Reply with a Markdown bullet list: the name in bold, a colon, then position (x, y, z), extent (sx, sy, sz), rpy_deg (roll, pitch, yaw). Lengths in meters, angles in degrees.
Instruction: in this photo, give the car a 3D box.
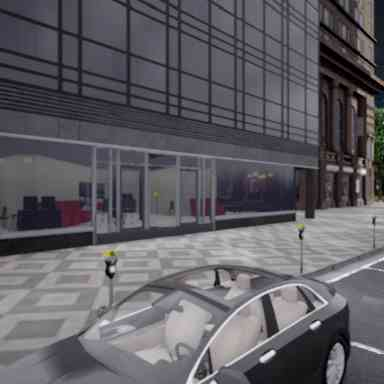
- **car**: position (0.121, 1.550, 3.371), extent (4.403, 1.369, 2.008), rpy_deg (0, 0, -44)
